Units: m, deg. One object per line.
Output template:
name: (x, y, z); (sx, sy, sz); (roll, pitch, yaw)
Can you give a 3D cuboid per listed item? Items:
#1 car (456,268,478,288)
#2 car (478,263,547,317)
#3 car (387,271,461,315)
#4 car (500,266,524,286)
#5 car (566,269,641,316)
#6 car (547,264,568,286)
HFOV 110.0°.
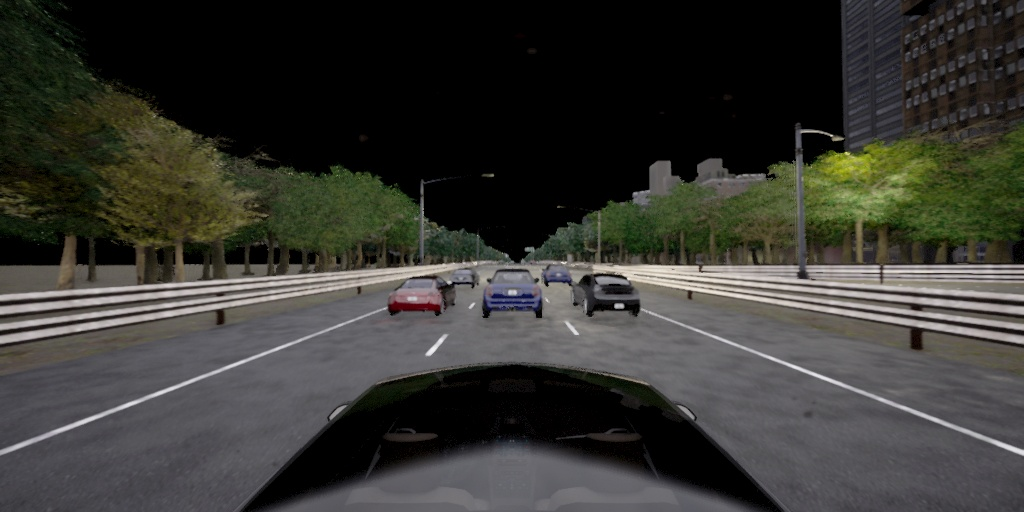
car: (-3.484, 1.621, 26.996); (2.033, 1.411, 5.357); (0, -1, 0)
car: (0.039, 1.264, 14.102); (2.097, 1.767, 4.553); (0, -1, 0)
car: (-3.456, 1.481, 14.450); (1.994, 1.385, 4.181); (0, -1, 0)
car: (0.039, 1.630, 29.842); (1.812, 1.442, 4.674); (0, 0, 0)
car: (3.538, 1.420, 14.186); (1.837, 1.490, 4.892); (0, 0, 0)
car: (3.535, 1.448, 29.097); (2.097, 1.767, 4.553); (0, -1, 0)
